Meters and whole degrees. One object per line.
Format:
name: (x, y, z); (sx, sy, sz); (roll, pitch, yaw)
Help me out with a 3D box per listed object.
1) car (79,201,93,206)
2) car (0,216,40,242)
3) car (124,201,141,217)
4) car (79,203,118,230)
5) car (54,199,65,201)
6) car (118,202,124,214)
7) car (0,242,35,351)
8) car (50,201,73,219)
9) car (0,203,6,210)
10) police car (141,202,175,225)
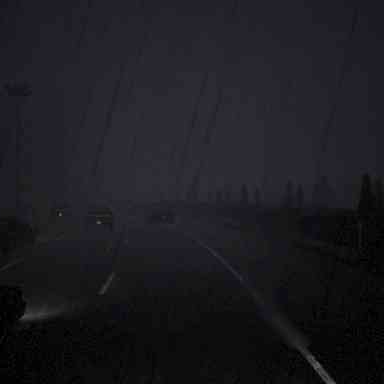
car: (-18.942, 2.321, 60.179); (1.895, 1.301, 4.718); (0, -1, -35)
car: (-8.136, 1.732, 14.132); (2.033, 1.411, 5.357); (0, -1, -9)
car: (-6.106, 1.910, 37.779); (1.882, 1.535, 5.008); (0, -1, -21)
car: (-6.550, 1.773, 23.670); (2.128, 1.511, 4.902); (0, -1, -14)
car: (-29.312, 2.251, 73.013); (1.837, 1.490, 4.892); (0, -1, -44)
car: (-8.644, 2.012, 43.861); (1.837, 1.490, 4.892); (0, -1, -24)
car: (-3.571, 1.595, 3.086); (2.033, 1.411, 5.357); (0, -1, -3)
car: (-13.227, 1.918, 33.644); (1.837, 1.490, 4.892); (0, -1, -20)
car: (-25.324, 2.125, 43.149); (1.994, 1.385, 4.181); (0, -1, -28)
police car: (-2.736, 1.734, 27.442); (1.930, 1.638, 5.238); (0, -1, -15)
